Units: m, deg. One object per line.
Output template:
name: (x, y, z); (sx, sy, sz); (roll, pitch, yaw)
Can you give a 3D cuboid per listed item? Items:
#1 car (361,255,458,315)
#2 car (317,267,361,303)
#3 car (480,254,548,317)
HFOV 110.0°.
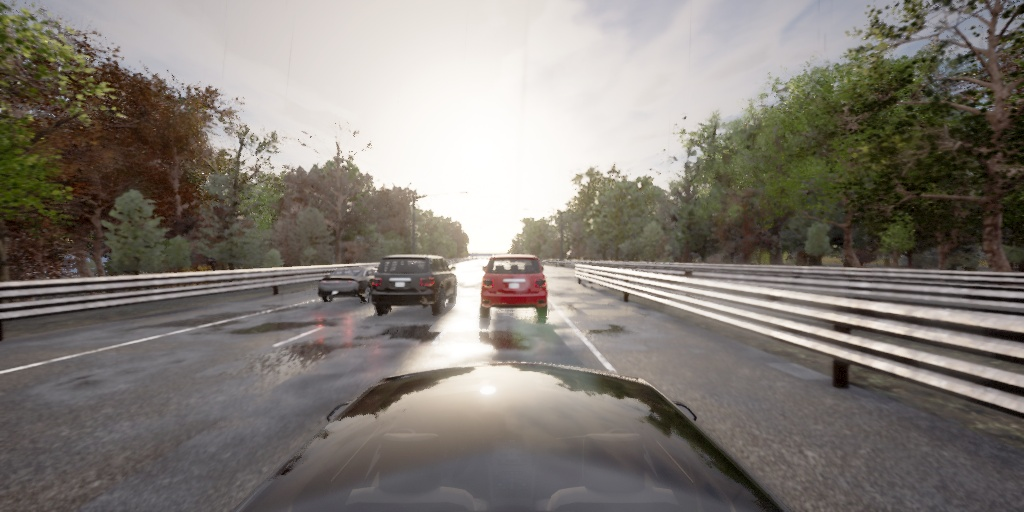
car: (-3.460, 0.968, 13.695); (2.150, 2.045, 5.566); (0, 0, 0)
car: (-6.989, 1.239, 16.542); (2.128, 1.511, 4.902); (0, 0, -1)
car: (0.044, 0.967, 13.233); (2.150, 2.045, 5.566); (0, 0, 0)
